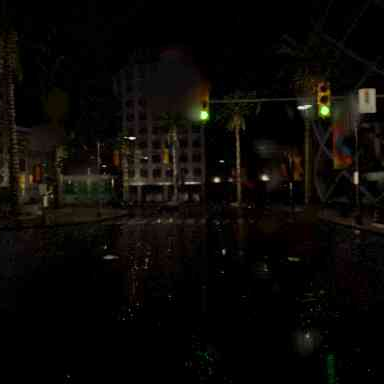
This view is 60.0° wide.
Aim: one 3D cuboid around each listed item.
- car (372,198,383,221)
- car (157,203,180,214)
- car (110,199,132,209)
[{"bbox_3d":[13.340,1.133,20.590,2.097,1.767,4.553,0,0,-4],"label":"car"},{"bbox_3d":[-2.830,1.972,40.750,1.895,1.301,4.718,-1,0,10],"label":"car"},{"bbox_3d":[-12.928,2.060,60.319,4.553,1.767,2.097,-2,-1,44],"label":"car"}]
